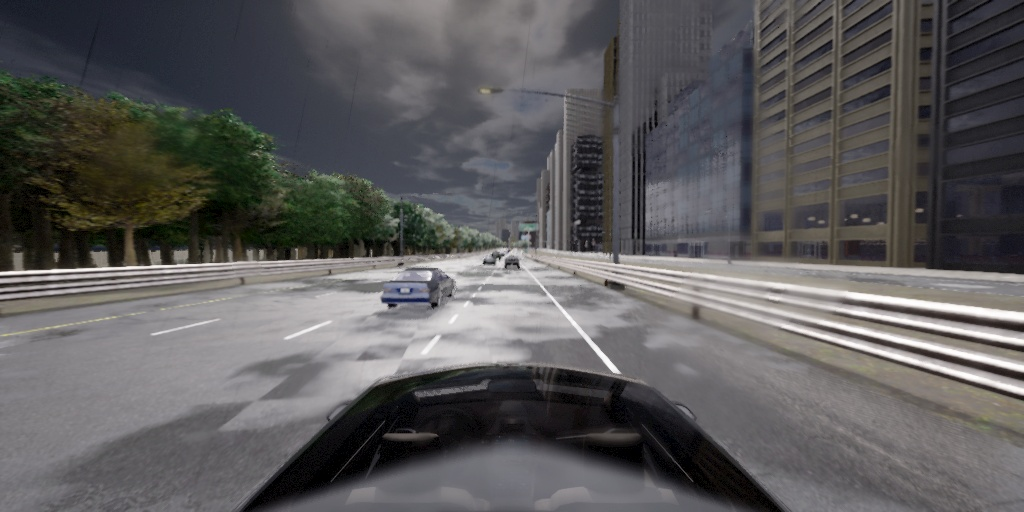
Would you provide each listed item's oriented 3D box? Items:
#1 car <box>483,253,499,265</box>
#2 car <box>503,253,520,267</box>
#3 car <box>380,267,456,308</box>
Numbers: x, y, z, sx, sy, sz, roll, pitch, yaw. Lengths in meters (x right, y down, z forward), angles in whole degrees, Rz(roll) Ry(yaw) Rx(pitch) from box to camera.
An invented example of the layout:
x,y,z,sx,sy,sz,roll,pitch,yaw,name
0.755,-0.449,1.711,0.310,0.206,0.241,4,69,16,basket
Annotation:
x,y,z,sx,sy,sz,roll,pitch,yaw,name
-3.657,0.666,58.967,1.994,1.385,4.181,0,1,0,car
0.002,0.731,47.847,1.837,1.490,4.892,0,1,0,car
-3.505,1.149,14.260,2.033,1.411,5.357,0,1,0,car
